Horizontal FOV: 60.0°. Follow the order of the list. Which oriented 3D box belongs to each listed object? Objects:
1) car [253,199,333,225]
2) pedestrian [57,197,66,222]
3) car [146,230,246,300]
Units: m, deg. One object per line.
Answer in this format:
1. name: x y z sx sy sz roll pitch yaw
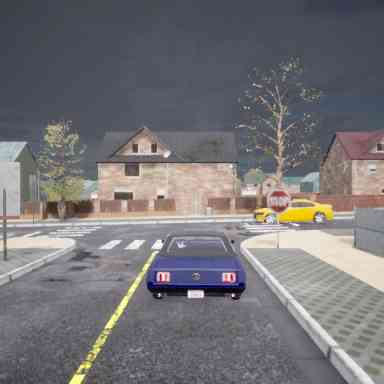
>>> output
1. car: 6.523 1.256 21.672 5.008 1.535 1.882 -1 1 0
2. pedestrian: -9.641 1.258 24.560 0.375 1.860 0.375 0 2 0
3. car: 0.144 1.600 8.372 1.895 1.301 4.718 0 0 2
